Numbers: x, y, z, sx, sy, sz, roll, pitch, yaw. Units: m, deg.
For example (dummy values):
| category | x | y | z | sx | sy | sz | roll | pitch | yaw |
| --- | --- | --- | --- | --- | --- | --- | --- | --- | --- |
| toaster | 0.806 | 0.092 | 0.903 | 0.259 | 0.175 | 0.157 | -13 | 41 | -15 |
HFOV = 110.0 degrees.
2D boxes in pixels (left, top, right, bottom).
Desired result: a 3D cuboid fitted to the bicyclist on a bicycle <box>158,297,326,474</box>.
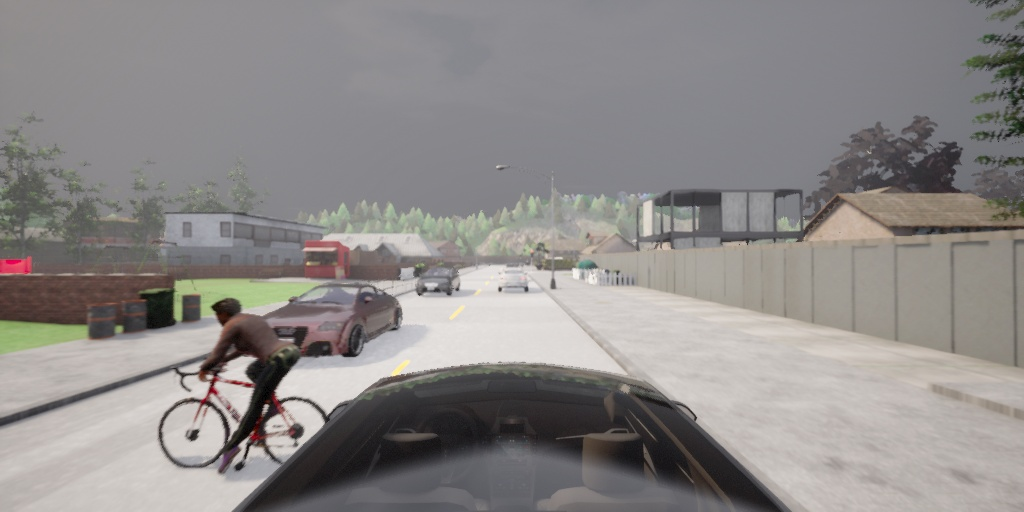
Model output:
| category | x | y | z | sx | sy | sz | roll | pitch | yaw |
| --- | --- | --- | --- | --- | --- | --- | --- | --- | --- |
| bicyclist on a bicycle | -2.541 | 1.218 | 3.403 | 1.656 | 1.620 | 0.582 | -1 | -1 | 0 |

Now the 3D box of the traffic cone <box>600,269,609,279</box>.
| category | x | y | z | sx | sy | sz | roll | pitch | yaw |
| --- | --- | --- | --- | --- | --- | --- | --- | --- | --- |
| traffic cone | 10.328 | 1.925 | 39.872 | 0.344 | 0.586 | 0.344 | 0 | 0 | 0 |

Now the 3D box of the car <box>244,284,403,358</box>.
| category | x | y | z | sx | sy | sz | roll | pitch | yaw |
| --- | --- | --- | --- | --- | --- | --- | --- | --- | --- |
| car | -4.102 | 1.375 | 8.541 | 1.994 | 1.385 | 4.181 | 0 | 0 | 1 |

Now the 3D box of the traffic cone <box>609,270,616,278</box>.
| category | x | y | z | sx | sy | sz | roll | pitch | yaw |
| --- | --- | --- | --- | --- | --- | --- | --- | --- | --- |
| traffic cone | 11.326 | 1.910 | 40.914 | 0.344 | 0.586 | 0.344 | 0 | 0 | 0 |

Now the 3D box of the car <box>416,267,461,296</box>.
| category | x | y | z | sx | sy | sz | roll | pitch | yaw |
| --- | --- | --- | --- | --- | --- | --- | --- | --- | --- |
| car | -4.116 | 1.411 | 20.663 | 2.128 | 1.511 | 4.902 | 0 | 0 | 0 |

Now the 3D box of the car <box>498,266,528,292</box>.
| category | x | y | z | sx | sy | sz | roll | pitch | yaw |
| --- | --- | --- | --- | --- | --- | --- | --- | --- | --- |
| car | 0.073 | 1.467 | 23.045 | 1.812 | 1.442 | 4.674 | 0 | -1 | 0 |
